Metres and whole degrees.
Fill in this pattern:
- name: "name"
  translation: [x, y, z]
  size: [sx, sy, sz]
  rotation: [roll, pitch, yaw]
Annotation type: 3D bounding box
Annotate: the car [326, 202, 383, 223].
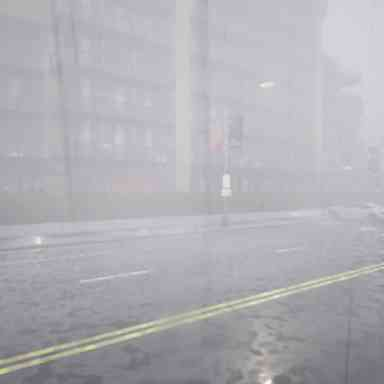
- name: "car"
  translation: [12.719, 1.504, 25.404]
  size: [1.812, 1.442, 4.674]
  rotation: [1, 2, -44]
